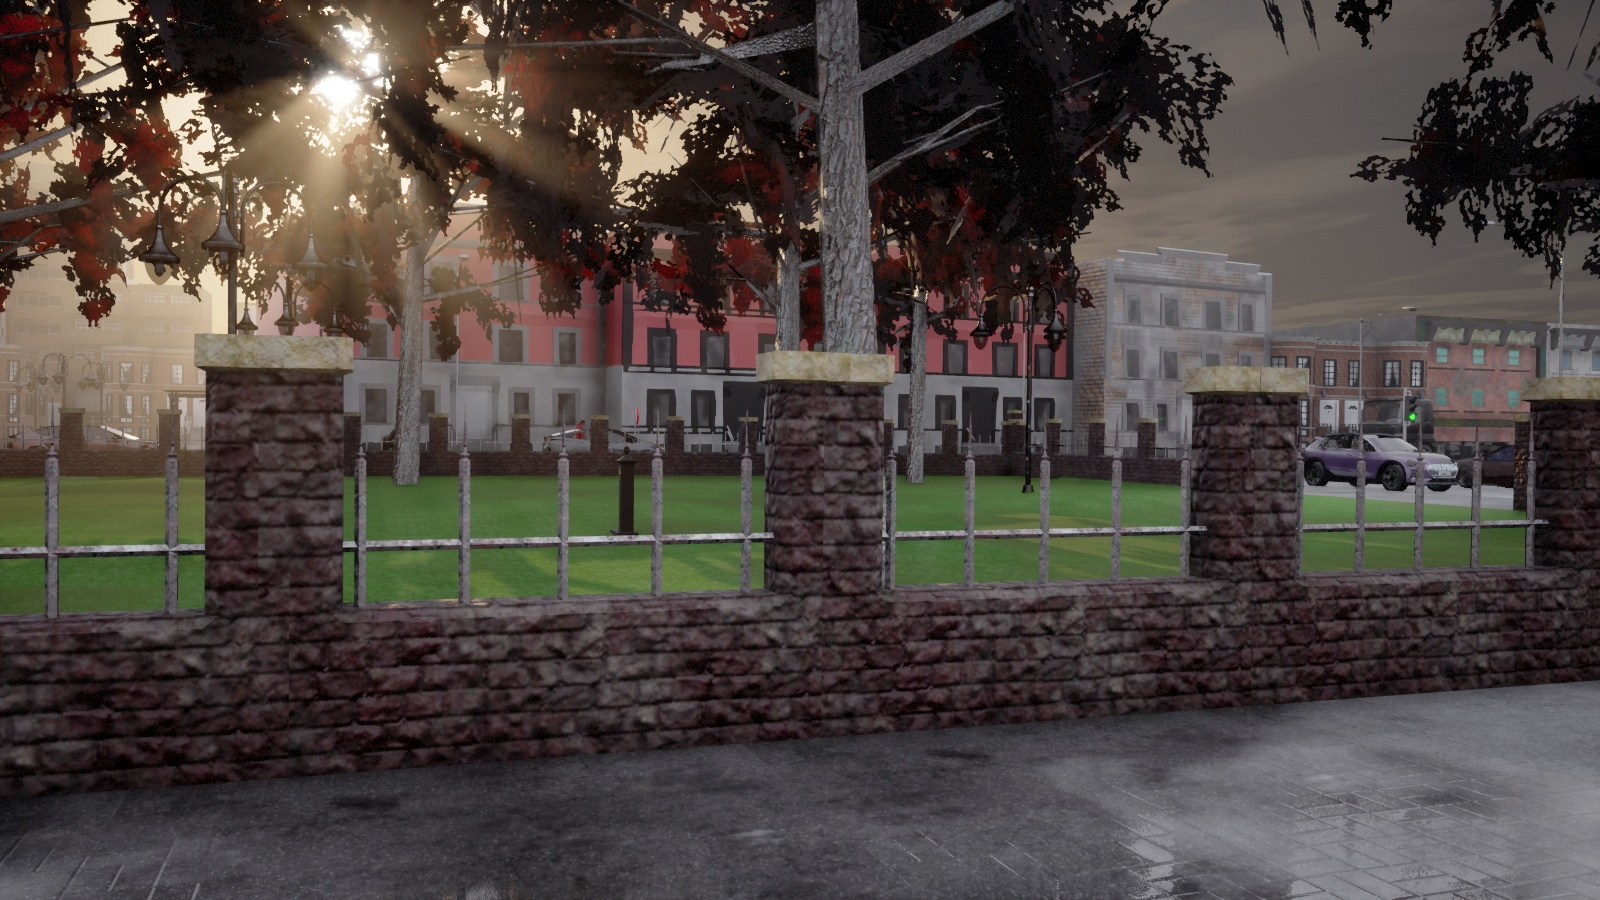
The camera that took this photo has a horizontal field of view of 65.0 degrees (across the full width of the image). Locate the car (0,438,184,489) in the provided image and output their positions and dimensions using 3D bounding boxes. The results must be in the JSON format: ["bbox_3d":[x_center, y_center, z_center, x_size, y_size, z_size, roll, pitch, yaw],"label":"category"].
[{"bbox_3d":[-22.266,0.393,39.680,4.792,1.488,2.163,-1,1,-19],"label":"car"}]

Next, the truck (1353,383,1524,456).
[{"bbox_3d":[31.763,-1.543,62.450,7.936,3.462,2.891,-1,1,-19],"label":"truck"}]

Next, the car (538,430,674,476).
[{"bbox_3d":[-6.960,0.089,44.948,4.514,1.525,2.007,-1,1,-18],"label":"car"}]

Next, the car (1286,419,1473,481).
[{"bbox_3d":[16.602,-0.041,36.265,2.033,1.649,4.856,-1,1,-21],"label":"car"}]

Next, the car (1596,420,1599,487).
[{"bbox_3d":[19.865,0.094,26.833,2.007,1.525,4.514,-1,1,-21],"label":"car"}]

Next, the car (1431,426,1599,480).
[{"bbox_3d":[21.029,0.033,35.984,2.033,1.411,5.357,-1,1,-19],"label":"car"}]
